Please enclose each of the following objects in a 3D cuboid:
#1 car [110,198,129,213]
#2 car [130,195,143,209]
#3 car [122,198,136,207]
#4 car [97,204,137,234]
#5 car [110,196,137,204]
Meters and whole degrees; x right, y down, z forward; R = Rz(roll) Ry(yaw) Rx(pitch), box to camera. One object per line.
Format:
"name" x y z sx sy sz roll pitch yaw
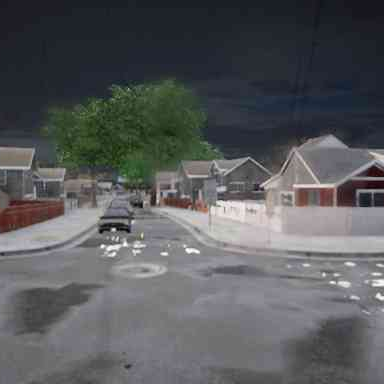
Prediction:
"car" -9.190 1.625 42.029 2.097 1.767 4.553 0 0 -15
"car" -8.744 1.529 50.650 2.150 2.045 5.566 0 0 -16
"car" -11.559 1.864 60.613 2.128 1.511 4.902 0 0 -14
"car" -4.647 1.684 20.630 2.033 1.411 5.357 0 0 -9
"car" -6.508 1.554 30.961 2.097 1.767 4.553 0 0 -11
